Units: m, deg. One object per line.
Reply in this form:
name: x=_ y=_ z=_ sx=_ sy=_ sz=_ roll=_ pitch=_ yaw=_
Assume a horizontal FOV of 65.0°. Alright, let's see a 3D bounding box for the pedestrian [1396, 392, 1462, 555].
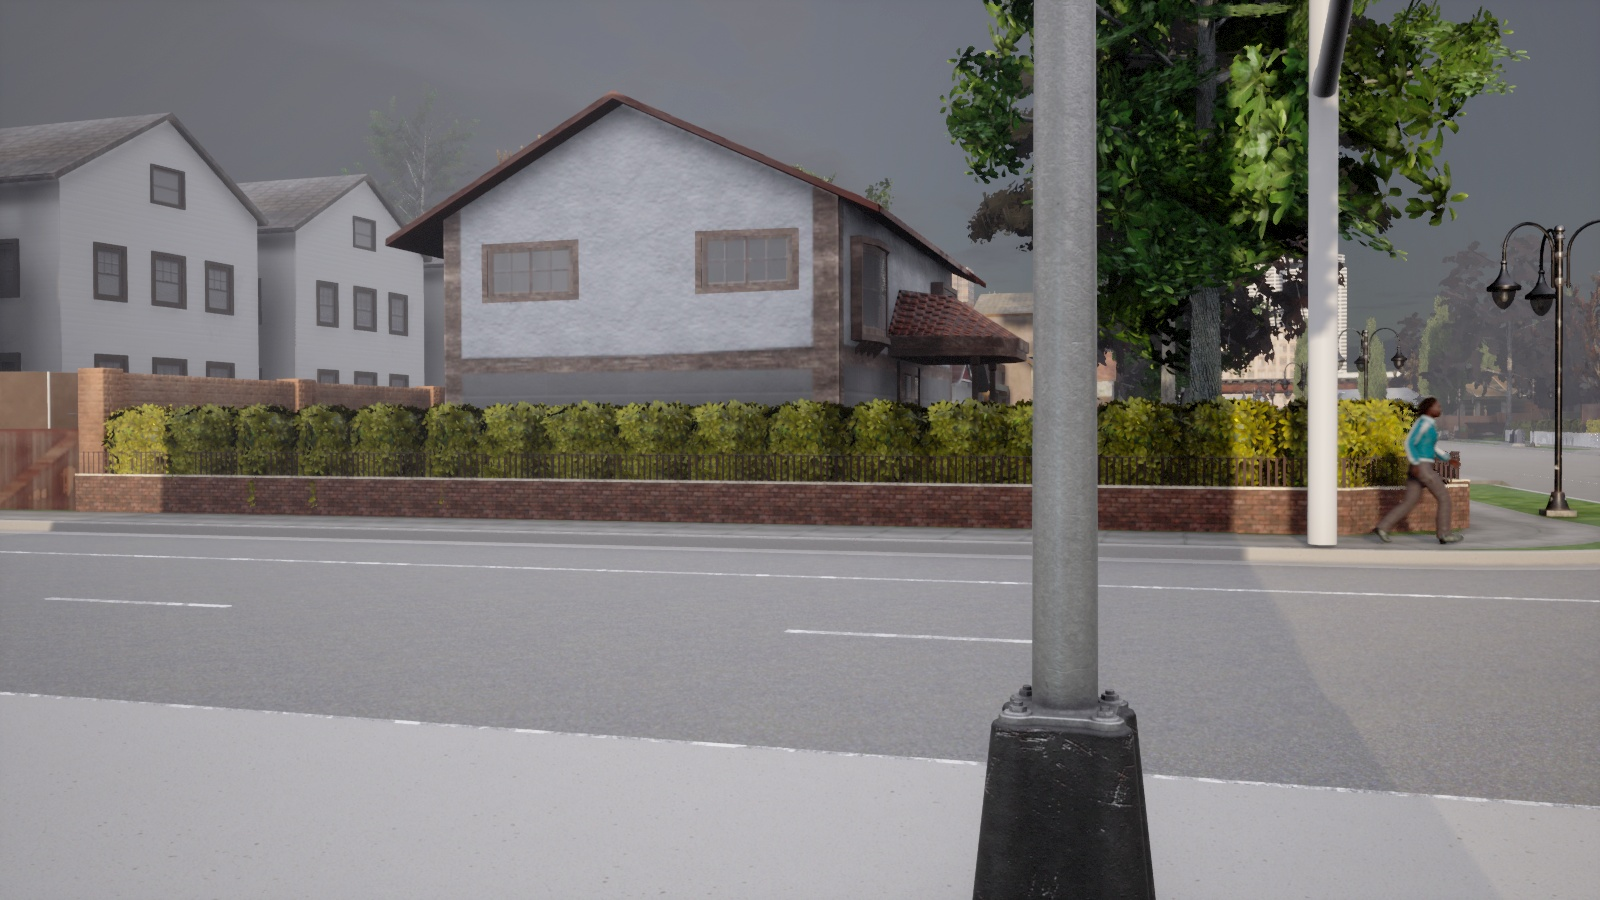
pedestrian: x=7.600 y=0.270 z=15.192 sx=0.692 sy=1.930 sz=0.396 roll=1 pitch=1 yaw=25
